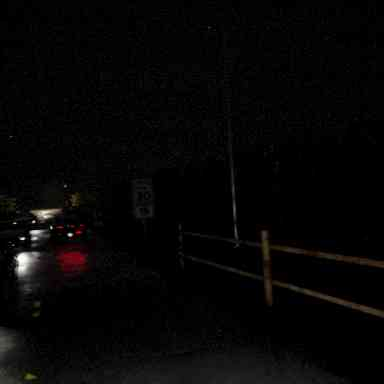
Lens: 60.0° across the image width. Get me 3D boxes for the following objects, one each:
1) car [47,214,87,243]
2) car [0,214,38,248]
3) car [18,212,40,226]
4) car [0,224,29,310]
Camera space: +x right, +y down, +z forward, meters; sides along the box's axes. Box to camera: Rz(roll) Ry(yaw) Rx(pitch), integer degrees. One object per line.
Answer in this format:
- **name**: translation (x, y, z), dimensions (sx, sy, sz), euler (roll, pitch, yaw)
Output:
- **car**: translation (-7.425, 2.066, 19.806), dimensions (1.837, 1.490, 4.892), euler (-3, 0, -24)
- **car**: translation (-9.629, 2.230, 17.768), dimensions (2.033, 1.411, 5.357), euler (-3, 0, -24)
- **car**: translation (-14.718, 2.558, 29.439), dimensions (1.812, 1.442, 4.674), euler (-3, 0, -24)
- **car**: translation (-5.463, 1.875, 8.253), dimensions (2.128, 1.511, 4.902), euler (-3, 0, -24)
